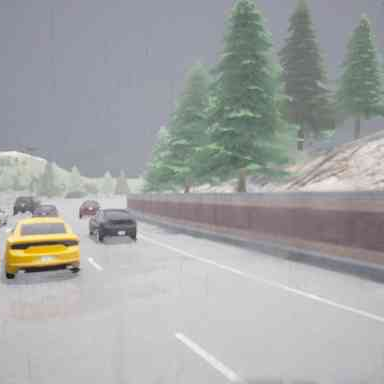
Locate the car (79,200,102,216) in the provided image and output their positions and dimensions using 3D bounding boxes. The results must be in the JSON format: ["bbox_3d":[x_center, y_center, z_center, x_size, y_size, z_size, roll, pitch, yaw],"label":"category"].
[{"bbox_3d":[-10.304,1.639,33.841,2.097,1.767,4.553,0,-1,-17],"label":"car"}]

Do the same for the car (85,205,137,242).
[{"bbox_3d":[-4.251,1.657,17.590,1.837,1.490,4.892,0,0,-24],"label":"car"}]

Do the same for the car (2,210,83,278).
[{"bbox_3d":[-4.840,1.567,10.691,1.882,1.535,5.008,0,0,-27],"label":"car"}]

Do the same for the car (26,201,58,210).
[{"bbox_3d":[-11.984,1.777,27.480,2.033,1.411,5.357,0,0,-19],"label":"car"}]

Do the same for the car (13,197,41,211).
[{"bbox_3d":[-18.707,1.539,38.091,2.150,2.045,5.566,0,0,-14],"label":"car"}]

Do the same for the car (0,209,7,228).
[{"bbox_3d":[-13.922,1.711,22.763,1.812,1.442,4.674,0,-1,-21],"label":"car"}]
